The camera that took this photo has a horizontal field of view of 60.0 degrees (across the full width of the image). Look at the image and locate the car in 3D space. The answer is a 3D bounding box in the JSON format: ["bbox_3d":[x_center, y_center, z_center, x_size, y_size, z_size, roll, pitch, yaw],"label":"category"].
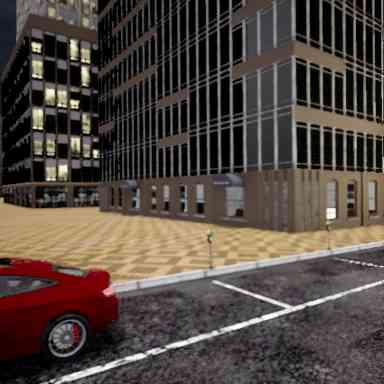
[{"bbox_3d":[-3.044,1.582,4.365,4.206,1.307,1.802,1,-2,-36],"label":"car"}]
